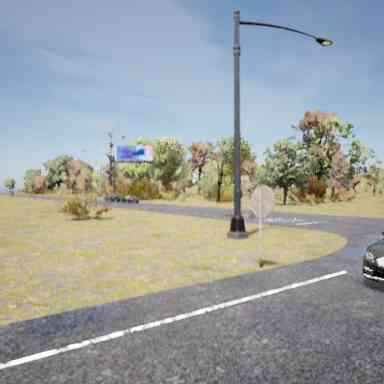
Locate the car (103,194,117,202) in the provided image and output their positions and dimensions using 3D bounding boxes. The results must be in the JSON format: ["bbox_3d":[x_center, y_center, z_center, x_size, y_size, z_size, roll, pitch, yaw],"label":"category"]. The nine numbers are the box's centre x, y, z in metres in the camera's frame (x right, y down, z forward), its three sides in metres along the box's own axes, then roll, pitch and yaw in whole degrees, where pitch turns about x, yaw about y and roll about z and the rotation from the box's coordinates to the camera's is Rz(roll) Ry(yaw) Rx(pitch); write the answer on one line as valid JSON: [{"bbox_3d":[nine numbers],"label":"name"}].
[{"bbox_3d":[-14.939,1.142,61.908,1.837,1.490,4.892,-1,0,-34],"label":"car"}]

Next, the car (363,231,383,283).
[{"bbox_3d":[6.141,1.385,8.253,4.902,1.511,2.128,-1,1,-35],"label":"car"}]

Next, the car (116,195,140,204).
[{"bbox_3d":[-10.403,1.255,55.196,1.895,1.301,4.718,-1,0,-33],"label":"car"}]
